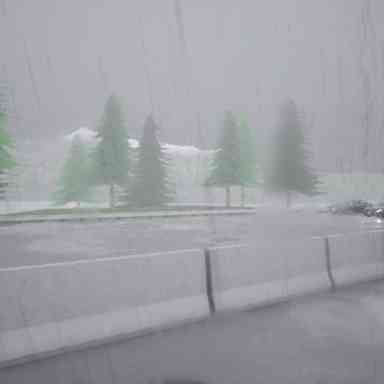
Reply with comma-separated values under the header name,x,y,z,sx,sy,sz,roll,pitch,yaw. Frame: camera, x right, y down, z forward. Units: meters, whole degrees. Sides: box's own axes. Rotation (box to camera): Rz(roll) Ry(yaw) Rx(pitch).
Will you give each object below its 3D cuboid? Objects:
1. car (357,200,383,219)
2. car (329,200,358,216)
name,x,y,z,sx,sy,sz,roll,pitch,yaw
car,17.431,1.544,29.514,4.892,1.490,1.837,0,0,-24
car,15.635,1.520,32.537,4.902,1.511,2.128,0,0,-24
